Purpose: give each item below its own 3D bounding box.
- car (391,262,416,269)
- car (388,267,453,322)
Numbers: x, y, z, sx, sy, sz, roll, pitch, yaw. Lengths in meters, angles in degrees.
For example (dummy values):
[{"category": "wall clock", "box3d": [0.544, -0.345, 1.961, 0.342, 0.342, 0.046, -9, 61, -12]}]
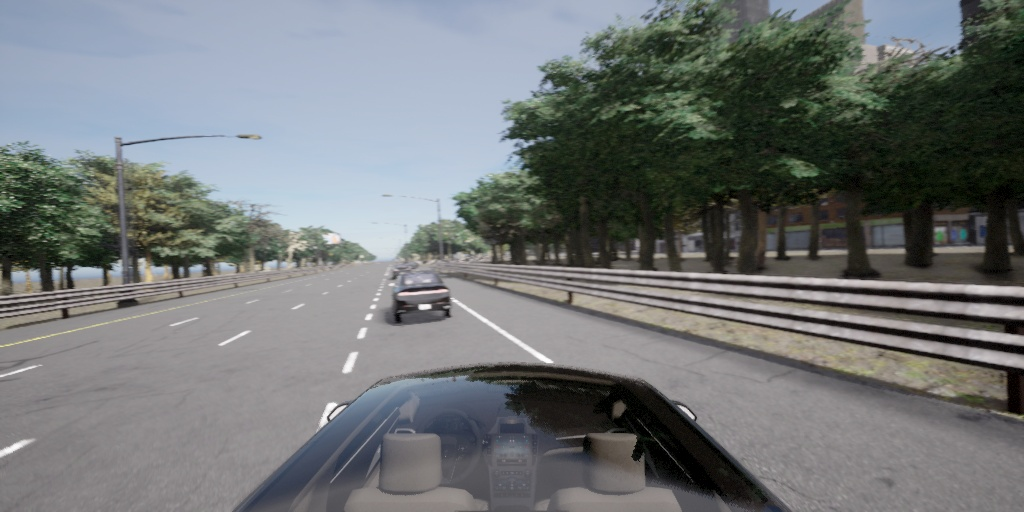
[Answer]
[{"category": "car", "box3d": [-11.921, 1.623, 38.729, 2.128, 1.511, 4.902, -3, 0, -18]}, {"category": "car", "box3d": [-3.395, 1.344, 13.101, 2.128, 1.511, 4.902, -3, 0, -18]}]
